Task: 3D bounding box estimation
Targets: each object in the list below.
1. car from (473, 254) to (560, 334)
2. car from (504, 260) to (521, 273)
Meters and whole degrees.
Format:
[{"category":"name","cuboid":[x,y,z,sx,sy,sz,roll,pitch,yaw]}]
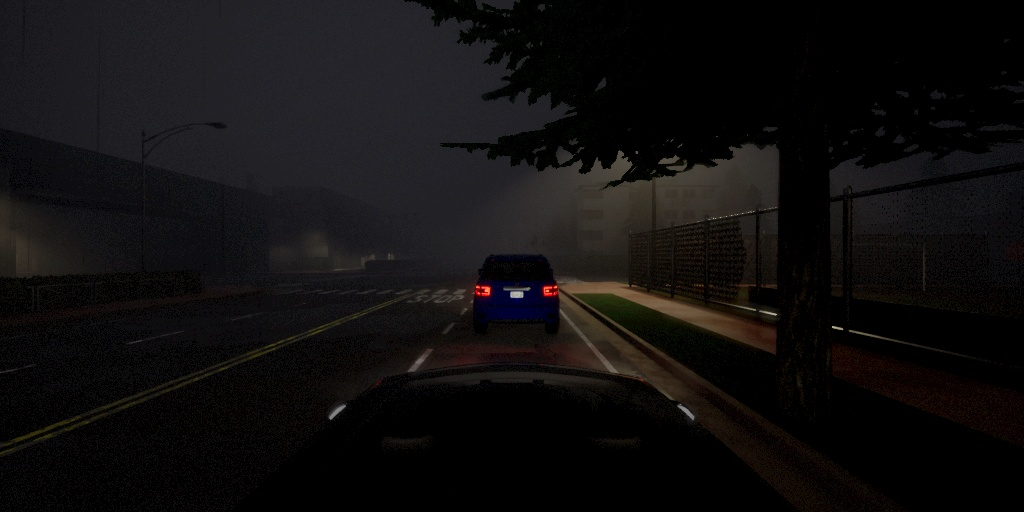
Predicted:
[{"category":"car","cuboid":[0.115,0.972,10.809,2.150,2.045,5.566,0,0,0]},{"category":"car","cuboid":[0.022,1.242,45.675,2.128,1.511,4.902,0,0,0]}]
